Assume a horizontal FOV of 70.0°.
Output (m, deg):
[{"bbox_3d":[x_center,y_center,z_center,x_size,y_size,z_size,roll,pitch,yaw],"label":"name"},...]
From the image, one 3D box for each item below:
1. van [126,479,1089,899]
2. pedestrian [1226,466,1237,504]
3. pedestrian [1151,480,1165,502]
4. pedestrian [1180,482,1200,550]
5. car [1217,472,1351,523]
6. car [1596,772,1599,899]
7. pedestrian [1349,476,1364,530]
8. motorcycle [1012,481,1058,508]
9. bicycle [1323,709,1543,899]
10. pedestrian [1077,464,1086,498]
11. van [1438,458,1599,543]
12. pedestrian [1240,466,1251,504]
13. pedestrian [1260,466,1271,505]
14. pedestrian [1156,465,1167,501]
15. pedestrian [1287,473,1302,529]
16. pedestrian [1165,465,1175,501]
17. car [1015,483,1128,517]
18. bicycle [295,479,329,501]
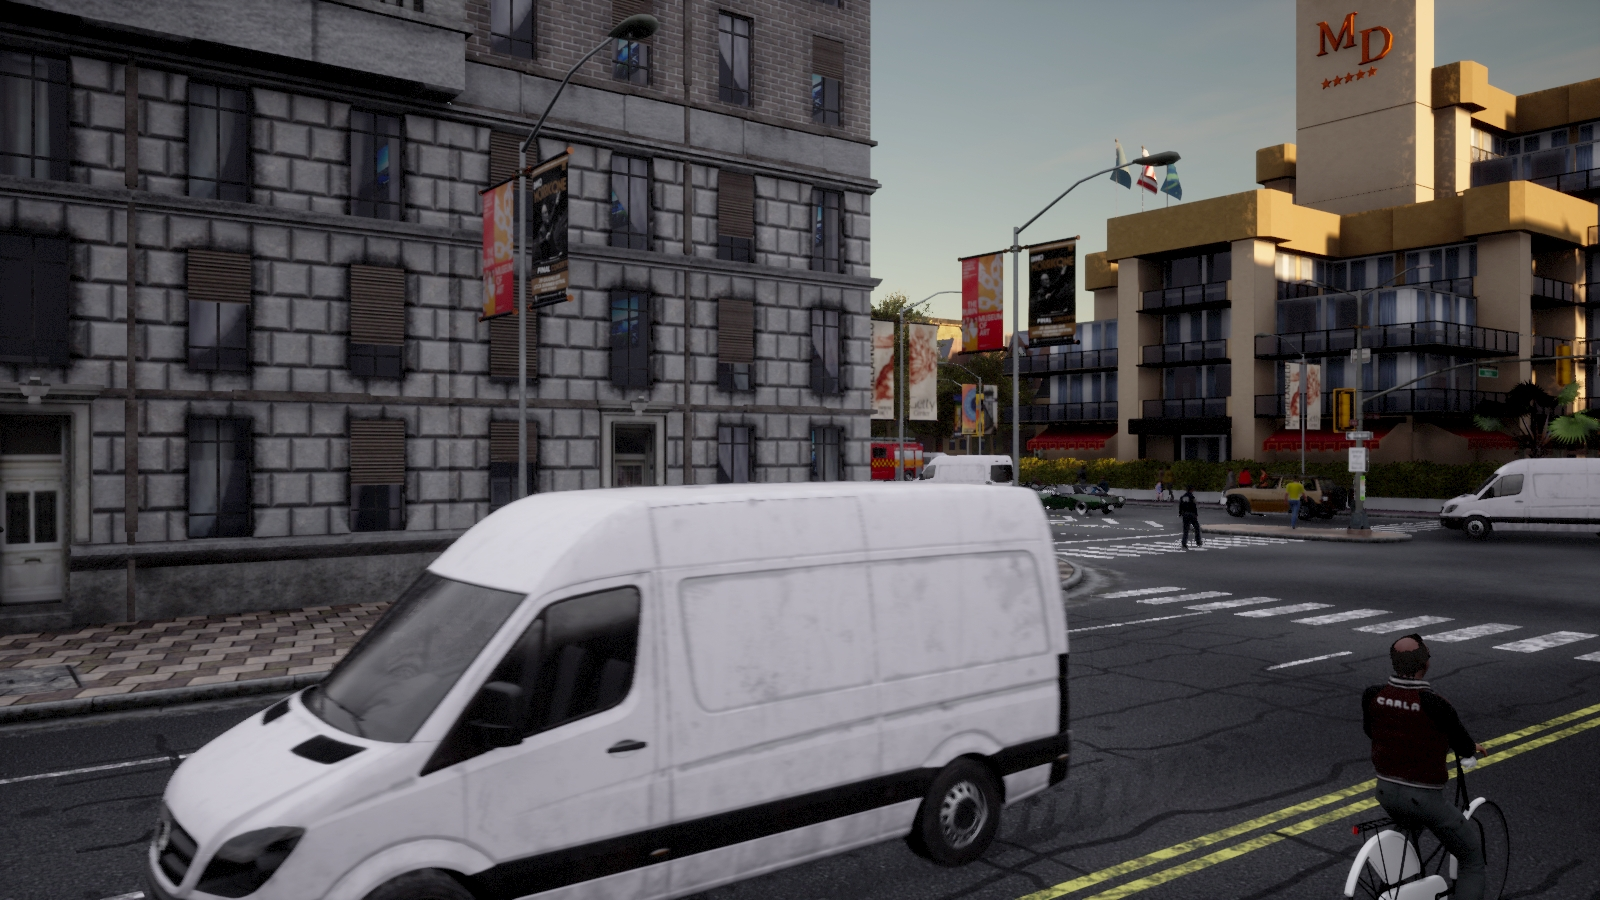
[{"bbox_3d":[-0.855,1.534,7.440,5.915,2.561,1.988,0,0,-36],"label":"van"},{"bbox_3d":[20.920,1.696,55.373,0.375,1.860,0.375,0,0,-38],"label":"pedestrian"},{"bbox_3d":[18.302,2.076,58.368,0.500,1.100,0.500,0,0,-12],"label":"pedestrian"},{"bbox_3d":[10.959,1.849,32.107,0.375,1.860,0.375,0,0,-37],"label":"pedestrian"},{"bbox_3d":[19.489,1.864,46.165,1.932,1.855,4.605,0,0,-39],"label":"car"},{"bbox_3d":[4.999,1.754,3.274,6.274,2.098,2.390,0,0,-34],"label":"car"},{"bbox_3d":[19.404,1.848,39.842,0.375,1.860,0.375,0,0,41],"label":"pedestrian"},{"bbox_3d":[11.640,2.205,56.539,0.867,1.251,2.209,0,0,-37],"label":"motorcycle"},{"bbox_3d":[3.626,2.210,6.476,1.835,1.171,0.329,0,0,-35],"label":"bicycle"},{"bbox_3d":[15.540,1.698,63.073,0.375,1.860,0.375,0,0,-39],"label":"pedestrian"},{"bbox_3d":[23.576,1.534,36.095,5.915,2.561,1.988,0,0,28],"label":"van"},{"bbox_3d":[21.609,1.696,55.403,0.375,1.860,0.375,0,0,-21],"label":"pedestrian"},{"bbox_3d":[22.209,1.696,54.506,0.375,1.860,0.375,0,0,-39],"label":"pedestrian"},{"bbox_3d":[18.728,1.696,59.188,0.375,1.860,0.375,0,0,-31],"label":"pedestrian"},{"bbox_3d":[16.528,1.705,38.201,0.375,1.860,0.375,0,0,41],"label":"pedestrian"},{"bbox_3d":[18.964,1.696,58.552,0.375,1.860,0.375,0,0,-16],"label":"pedestrian"},{"bbox_3d":[11.885,2.155,50.351,1.895,1.301,4.718,0,0,-37],"label":"car"},{"bbox_3d":[-27.370,2.249,64.032,1.835,1.171,0.329,0,-2,10],"label":"bicycle"}]
